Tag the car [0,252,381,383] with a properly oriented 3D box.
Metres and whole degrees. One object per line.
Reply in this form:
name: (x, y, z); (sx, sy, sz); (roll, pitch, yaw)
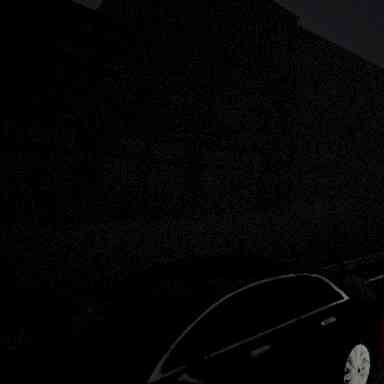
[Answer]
car: (0.096, 1.502, 3.444); (4.892, 1.490, 1.837); (0, 0, -35)
